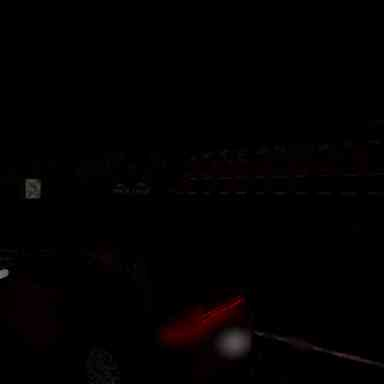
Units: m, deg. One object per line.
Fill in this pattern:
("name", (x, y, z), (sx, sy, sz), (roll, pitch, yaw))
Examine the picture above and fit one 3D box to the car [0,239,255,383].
("car", (-1.558, 1.463, 5.015), (5.008, 1.535, 1.882), (0, 0, 35))
